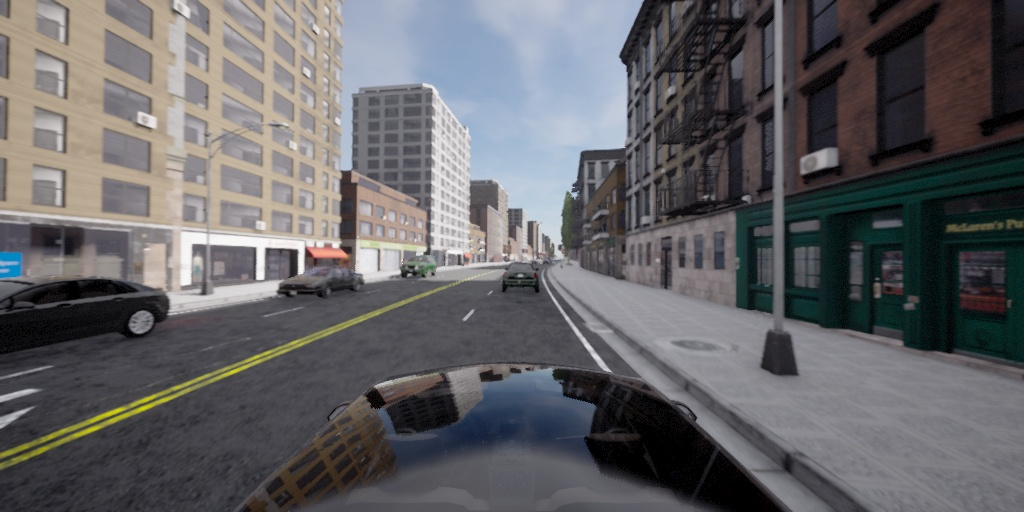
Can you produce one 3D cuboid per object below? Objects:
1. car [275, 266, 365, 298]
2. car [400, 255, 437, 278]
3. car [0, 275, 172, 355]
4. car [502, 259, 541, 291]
[{"bbox_3d":[-9.434,1.241,18.312,2.033,1.411,5.357,0,0,2],"label":"car"},{"bbox_3d":[-8.594,0.955,33.542,2.150,2.045,5.566,0,0,2],"label":"car"},{"bbox_3d":[-9.751,1.183,7.187,1.837,1.490,4.892,0,0,1],"label":"car"},{"bbox_3d":[0.578,1.124,22.023,2.097,1.767,4.553,0,0,3],"label":"car"}]
